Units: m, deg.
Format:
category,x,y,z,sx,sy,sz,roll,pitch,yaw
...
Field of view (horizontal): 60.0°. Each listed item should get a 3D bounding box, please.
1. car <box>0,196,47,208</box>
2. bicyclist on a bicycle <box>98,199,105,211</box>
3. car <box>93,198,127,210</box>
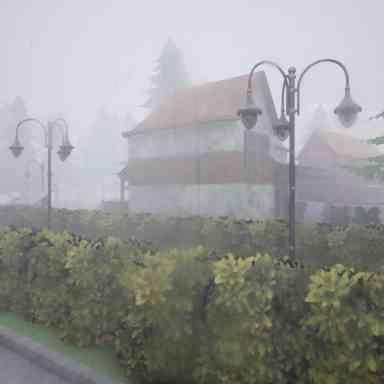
category,x,y,z,sx,sy,sz,roll,pitch,yaw
car,-16.078,1.384,30.863,2.150,2.045,5.566,0,0,36
bicyclist on a bicycle,-7.842,1.463,29.529,1.656,1.620,0.582,0,0,36
car,-9.576,1.514,39.788,2.097,1.767,4.553,0,0,37
